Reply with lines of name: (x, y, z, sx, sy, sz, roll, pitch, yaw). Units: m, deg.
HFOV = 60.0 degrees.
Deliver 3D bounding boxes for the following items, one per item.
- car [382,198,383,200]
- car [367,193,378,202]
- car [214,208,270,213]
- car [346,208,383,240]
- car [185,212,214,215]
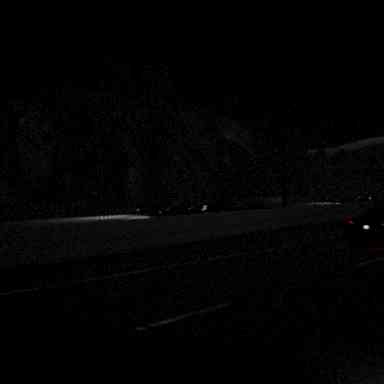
car: (32.706, 1.107, 54.516, 2.128, 1.511, 4.902, 0, 0, 43)
car: (30.175, 0.973, 56.930, 2.097, 1.767, 4.553, 0, 0, 43)
car: (4.165, 1.419, 25.445, 4.674, 1.442, 1.812, -1, 0, -42)
car: (8.949, 1.457, 15.460, 4.181, 1.385, 1.994, -1, 0, -40)
car: (1.837, 1.253, 28.063, 4.553, 1.767, 2.097, -1, 0, -42)
